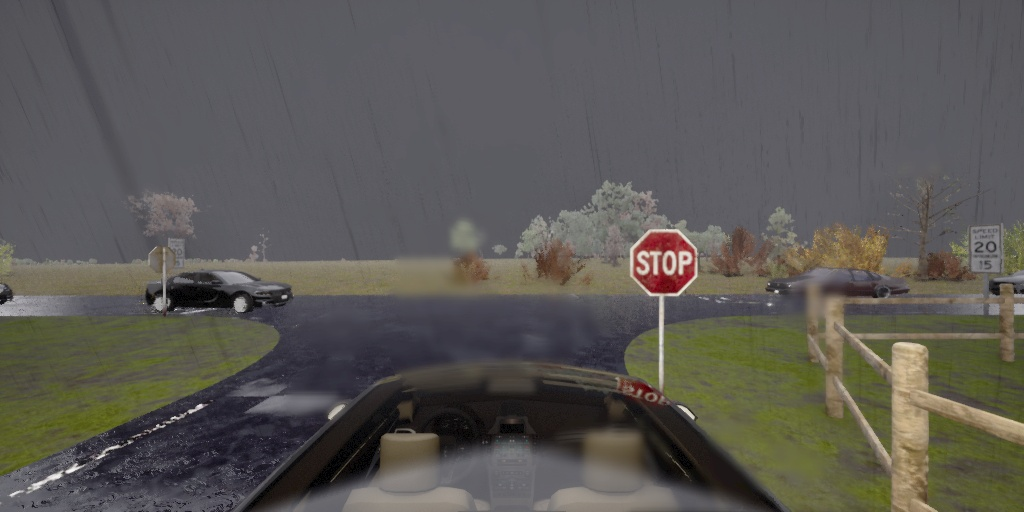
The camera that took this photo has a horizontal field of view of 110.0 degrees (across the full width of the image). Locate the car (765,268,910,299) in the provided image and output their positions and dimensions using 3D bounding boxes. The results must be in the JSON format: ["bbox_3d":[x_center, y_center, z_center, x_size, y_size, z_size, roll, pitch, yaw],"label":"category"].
[{"bbox_3d":[14.909,1.255,16.579,5.357,1.411,2.033,0,0,0],"label":"car"}]

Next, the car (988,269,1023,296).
[{"bbox_3d":[25.021,1.191,16.488,4.892,1.490,1.837,0,0,1],"label":"car"}]

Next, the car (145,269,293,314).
[{"bbox_3d":[-10.916,1.253,13.533,5.008,1.535,1.882,0,0,6],"label":"car"}]

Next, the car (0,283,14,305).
[{"bbox_3d":[-22.632,1.298,13.942,4.902,1.511,2.128,0,0,0],"label":"car"}]
